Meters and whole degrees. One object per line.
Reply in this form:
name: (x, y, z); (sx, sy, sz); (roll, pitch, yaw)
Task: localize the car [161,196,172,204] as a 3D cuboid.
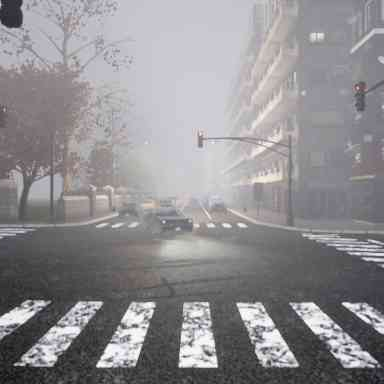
car: (-5.406, 1.604, 70.280); (1.967, 1.590, 4.097); (0, 0, 0)

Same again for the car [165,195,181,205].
car: (-2.876, 1.461, 52.341); (2.097, 1.767, 4.553); (0, 0, 0)

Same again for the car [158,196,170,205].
car: (-5.429, 1.586, 64.651); (1.967, 1.590, 4.097); (0, 0, 0)

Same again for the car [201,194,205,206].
car: (2.907, 1.553, 53.357); (1.967, 1.590, 4.097); (0, 0, 0)

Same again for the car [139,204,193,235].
car: (-1.512, 1.634, 19.482); (1.895, 1.301, 4.718); (0, 0, -20)

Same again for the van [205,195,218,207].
van: (2.862, 1.424, 42.097); (1.690, 1.788, 3.998); (0, 0, 0)

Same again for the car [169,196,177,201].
car: (-5.317, 1.796, 92.800); (2.008, 1.369, 4.403); (0, 0, 0)

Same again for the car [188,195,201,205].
car: (0.348, 1.700, 61.177); (1.994, 1.385, 4.181); (0, 0, 0)

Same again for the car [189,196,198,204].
car: (0.353, 1.692, 71.161); (1.812, 1.442, 4.674); (0, 0, 0)

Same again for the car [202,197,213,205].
car: (2.951, 1.691, 64.616); (1.887, 1.381, 4.507); (0, 0, 0)

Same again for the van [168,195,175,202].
van: (-5.339, 1.564, 87.170); (1.690, 1.788, 3.998); (0, 0, 0)

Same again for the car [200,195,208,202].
car: (3.041, 1.663, 87.136); (1.967, 1.590, 4.097); (0, 0, 0)

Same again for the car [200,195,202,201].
car: (2.928, 1.680, 58.986); (2.008, 1.369, 4.403); (0, 0, 0)

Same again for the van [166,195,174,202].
van: (-5.362, 1.543, 81.541); (1.690, 1.788, 3.998); (0, 0, 0)

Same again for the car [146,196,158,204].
car: (-5.519, 1.607, 41.960); (1.752, 1.417, 4.829); (0, 0, 0)

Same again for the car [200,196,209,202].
car: (3.018, 1.747, 81.507); (1.887, 1.381, 4.507); (0, 0, 0)

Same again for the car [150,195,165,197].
car: (-5.496, 1.412, 47.761); (2.192, 1.841, 5.009); (0, 0, 0)

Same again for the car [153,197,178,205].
car: (-2.947, 1.579, 37.658); (1.837, 1.490, 4.892); (0, -1, 0)

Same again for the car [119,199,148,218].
car: (-5.564, 1.622, 30.869); (1.947, 1.339, 4.313); (0, 0, 0)

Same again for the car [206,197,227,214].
car: (2.839, 1.614, 36.465); (1.887, 1.381, 4.507); (0, 0, 0)
